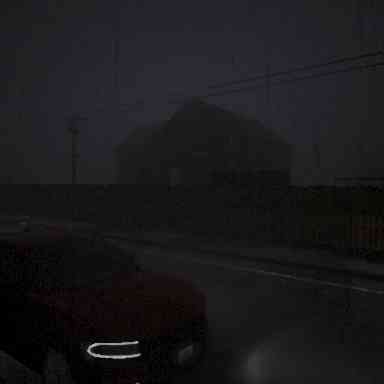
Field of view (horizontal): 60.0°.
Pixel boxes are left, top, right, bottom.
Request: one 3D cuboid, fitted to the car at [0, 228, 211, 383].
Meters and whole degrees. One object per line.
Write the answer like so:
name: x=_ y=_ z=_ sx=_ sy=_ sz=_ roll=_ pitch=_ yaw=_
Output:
car: x=-2.044 y=1.370 z=4.973 sx=5.008 sy=1.535 sz=1.882 roll=1 pitch=1 yaw=37
